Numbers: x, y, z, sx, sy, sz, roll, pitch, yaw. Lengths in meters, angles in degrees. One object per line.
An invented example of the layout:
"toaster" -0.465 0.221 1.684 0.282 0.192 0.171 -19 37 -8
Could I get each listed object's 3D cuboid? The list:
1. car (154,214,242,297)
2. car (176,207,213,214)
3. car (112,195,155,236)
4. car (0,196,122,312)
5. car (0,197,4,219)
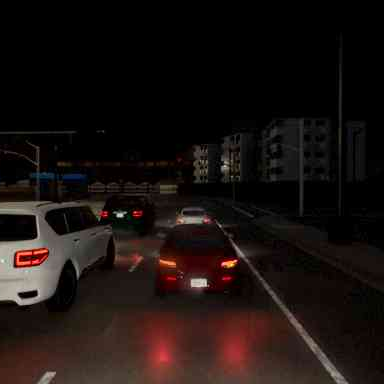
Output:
"car" 0.120 1.521 8.478 1.812 1.442 4.674 0 0 0
"car" 0.115 1.490 17.565 1.812 1.442 4.674 0 0 1
"car" -3.352 1.179 18.194 2.150 2.045 5.566 0 0 0
"car" -3.383 1.217 7.835 2.150 2.045 5.566 0 0 0
"car" -13.958 1.091 20.331 2.128 1.511 4.902 0 0 0
